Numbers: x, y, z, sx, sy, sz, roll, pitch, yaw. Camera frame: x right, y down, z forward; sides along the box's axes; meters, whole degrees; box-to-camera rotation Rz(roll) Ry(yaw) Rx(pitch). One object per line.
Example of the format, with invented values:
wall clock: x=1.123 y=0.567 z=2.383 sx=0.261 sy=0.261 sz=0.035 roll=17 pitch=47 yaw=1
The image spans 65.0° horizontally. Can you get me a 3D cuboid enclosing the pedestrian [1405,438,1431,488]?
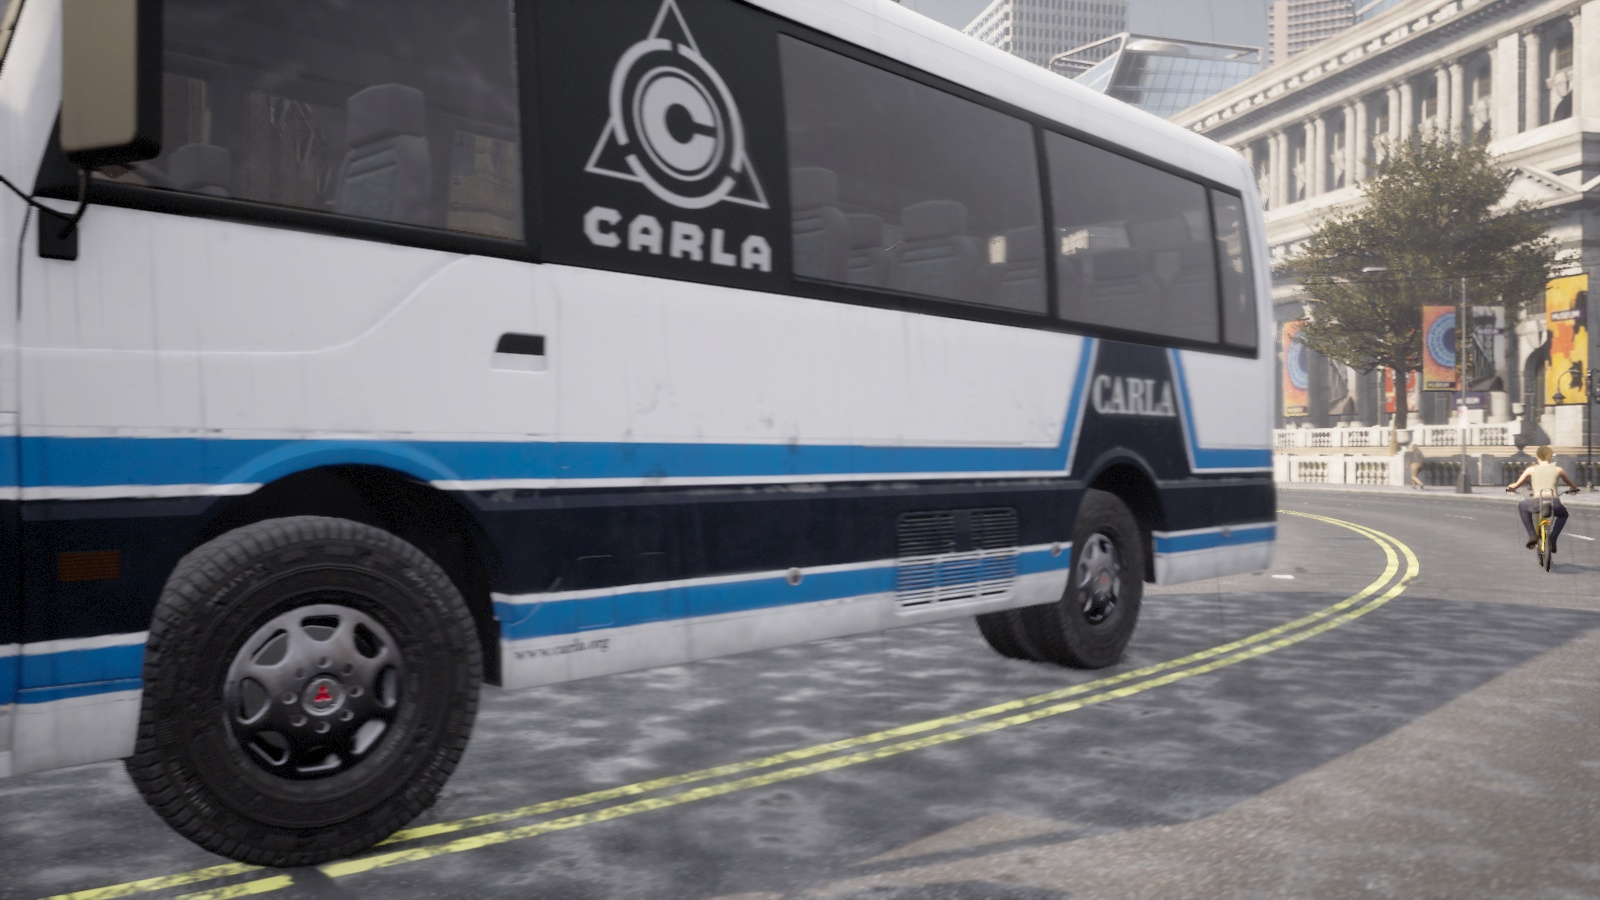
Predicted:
pedestrian: x=23.054 y=0.490 z=46.834 sx=0.540 sy=1.848 sz=0.694 roll=0 pitch=0 yaw=-11

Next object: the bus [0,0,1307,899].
bus: x=-0.864 y=-0.605 z=7.662 sx=3.944 sy=4.253 sz=10.273 roll=0 pitch=0 yaw=43

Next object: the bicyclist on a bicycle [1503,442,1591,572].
bicyclist on a bicycle: x=9.742 y=0.708 z=16.439 sx=0.866 sy=1.612 sz=1.509 roll=-1 pitch=0 yaw=27
